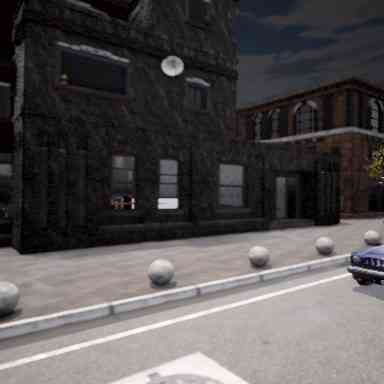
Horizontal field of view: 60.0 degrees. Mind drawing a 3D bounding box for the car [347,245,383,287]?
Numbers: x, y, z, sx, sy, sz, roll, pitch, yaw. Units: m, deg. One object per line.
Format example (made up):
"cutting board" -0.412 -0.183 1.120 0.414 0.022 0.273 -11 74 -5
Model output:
"car" 5.867 1.597 8.174 4.718 1.301 1.895 0 0 -35
